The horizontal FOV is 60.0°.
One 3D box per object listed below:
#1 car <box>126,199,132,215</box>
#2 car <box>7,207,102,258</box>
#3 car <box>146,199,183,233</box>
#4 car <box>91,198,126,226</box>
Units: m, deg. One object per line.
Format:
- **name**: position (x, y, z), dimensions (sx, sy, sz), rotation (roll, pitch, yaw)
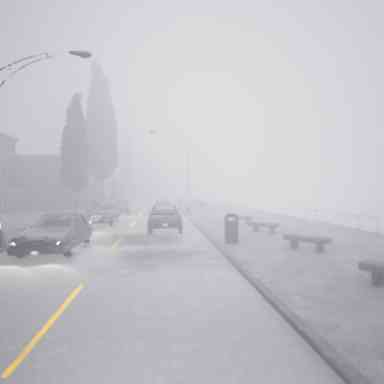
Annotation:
- **car**: position (-7.052, 1.430, 33.250), dimensions (1.837, 1.490, 4.892), rotation (-1, 0, -5)
- **car**: position (-5.240, 1.547, 13.209), dimensions (2.033, 1.411, 5.357), rotation (-1, 0, -5)
- **car**: position (-1.557, 1.418, 19.020), dimensions (2.128, 1.511, 4.902), rotation (-1, 0, -5)
- **car**: position (-6.131, 1.455, 22.945), dimensions (2.128, 1.511, 4.902), rotation (-1, 0, -5)
